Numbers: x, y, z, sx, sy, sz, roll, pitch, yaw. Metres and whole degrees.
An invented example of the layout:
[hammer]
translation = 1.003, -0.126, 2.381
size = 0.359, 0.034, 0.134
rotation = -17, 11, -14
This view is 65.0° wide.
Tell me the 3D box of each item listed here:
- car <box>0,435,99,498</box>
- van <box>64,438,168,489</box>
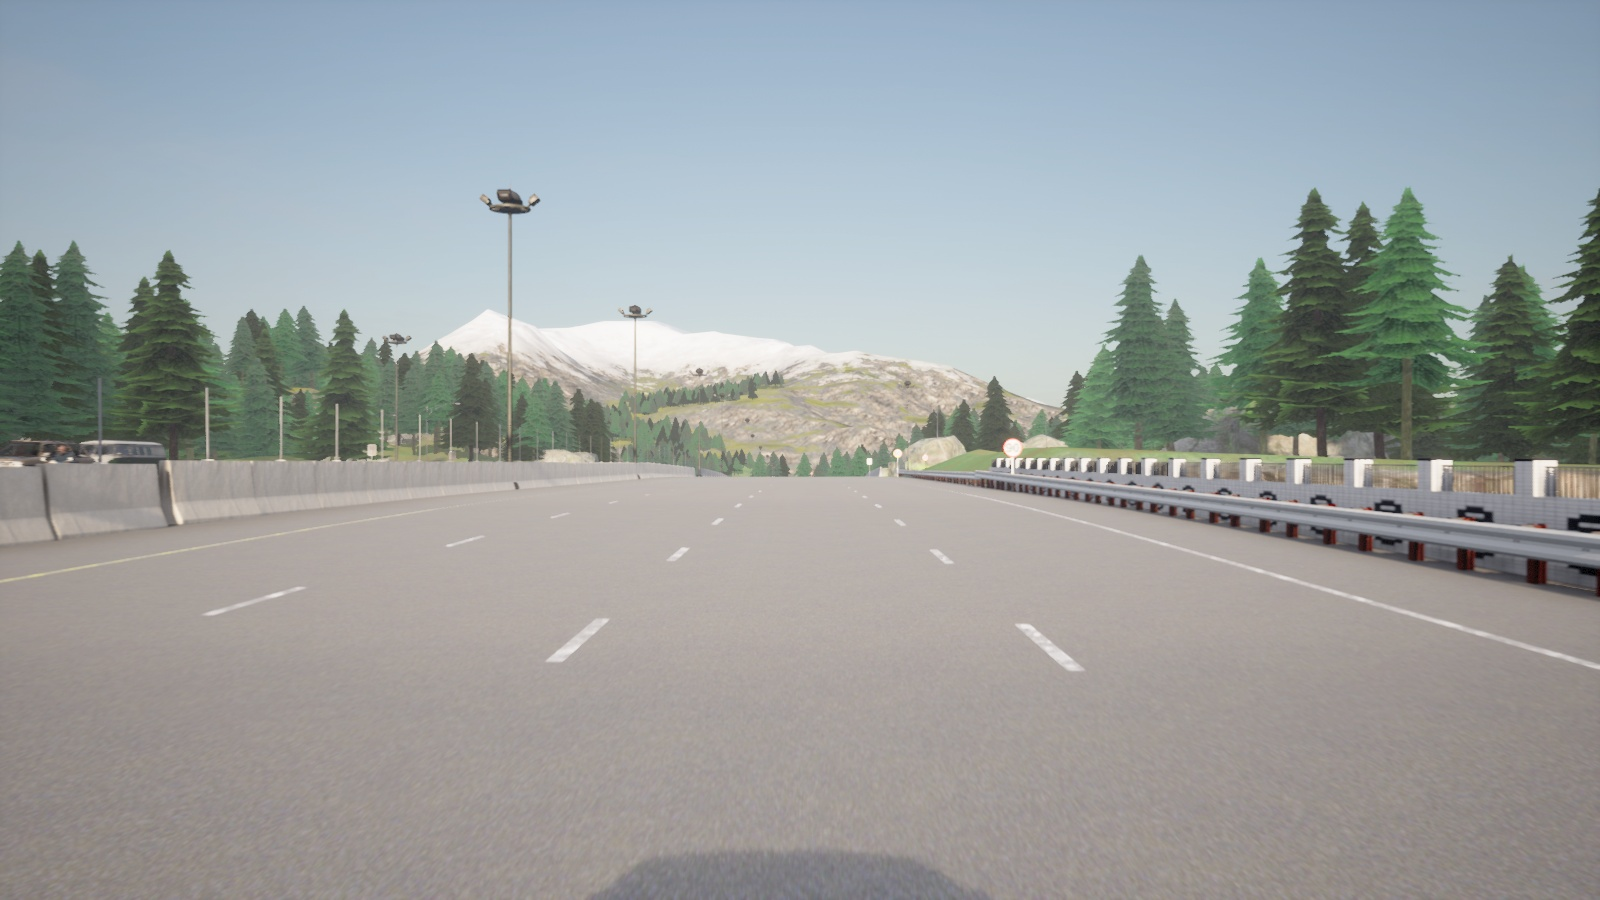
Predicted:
[car]
translation = -24.252, 0.503, 39.395
size = 1.932, 1.855, 4.605
rotation = 0, -1, 0
[van]
translation = -27.694, 0.563, 50.993
size = 1.775, 1.987, 4.442
rotation = 0, -1, 0
